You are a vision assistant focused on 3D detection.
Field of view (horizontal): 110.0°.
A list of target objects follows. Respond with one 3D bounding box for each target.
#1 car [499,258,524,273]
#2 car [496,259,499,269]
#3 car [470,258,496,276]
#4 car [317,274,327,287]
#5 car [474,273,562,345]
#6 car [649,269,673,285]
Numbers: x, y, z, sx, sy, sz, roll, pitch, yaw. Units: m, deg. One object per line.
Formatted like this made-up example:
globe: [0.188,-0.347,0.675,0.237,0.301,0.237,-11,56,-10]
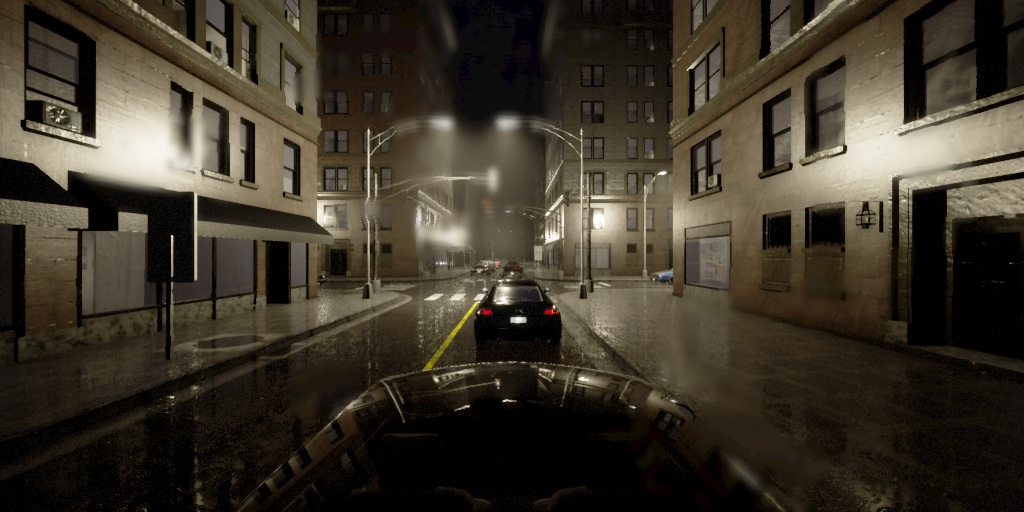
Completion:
car: [0.079,1.253,34.200,1.837,1.490,4.892,1,0,2]
car: [-3.103,1.294,46.106,2.033,1.411,5.357,0,0,0]
car: [-3.098,1.240,36.363,2.128,1.511,4.902,0,0,0]
car: [-14.027,1.387,21.908,4.718,1.301,1.895,0,0,0]
car: [0.113,1.314,9.536,1.994,1.385,4.181,0,0,-1]
car: [12.613,1.261,25.197,5.357,1.411,2.033,0,0,0]
